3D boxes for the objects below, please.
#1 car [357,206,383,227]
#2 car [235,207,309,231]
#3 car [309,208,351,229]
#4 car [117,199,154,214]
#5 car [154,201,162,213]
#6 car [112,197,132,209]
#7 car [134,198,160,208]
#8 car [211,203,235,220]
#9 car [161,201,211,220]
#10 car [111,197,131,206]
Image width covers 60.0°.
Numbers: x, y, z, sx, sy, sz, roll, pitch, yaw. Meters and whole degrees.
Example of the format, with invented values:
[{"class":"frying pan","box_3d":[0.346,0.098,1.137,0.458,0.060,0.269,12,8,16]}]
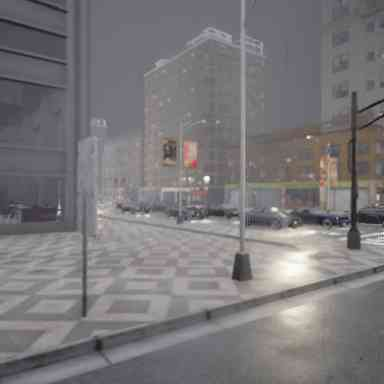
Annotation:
[{"class":"car","box_3d":[12.753,1.689,23.362,1.812,1.442,4.674,1,-1,-36]},{"class":"car","box_3d":[5.198,1.706,22.031,1.994,1.385,4.181,0,0,-36]},{"class":"car","box_3d":[8.466,1.755,23.058,1.895,1.301,4.718,0,0,-36]},{"class":"car","box_3d":[-6.527,1.778,38.204,1.994,1.385,4.181,0,0,-35]},{"class":"car","box_3d":[-3.198,1.774,39.134,2.033,1.411,5.357,0,0,-36]},{"class":"car","box_3d":[-9.206,1.606,47.483,2.097,1.767,4.553,0,0,-35]},{"class":"car","box_3d":[-7.792,1.850,56.830,2.033,1.411,5.357,0,0,-36]},{"class":"car","box_3d":[2.798,1.740,30.863,2.033,1.411,5.357,0,0,-36]},{"class":"car","box_3d":[-0.635,1.745,30.073,1.994,1.385,4.181,0,0,-36]},{"class":"car","box_3d":[-14.037,1.803,65.455,1.882,1.535,5.008,0,0,-36]}]
